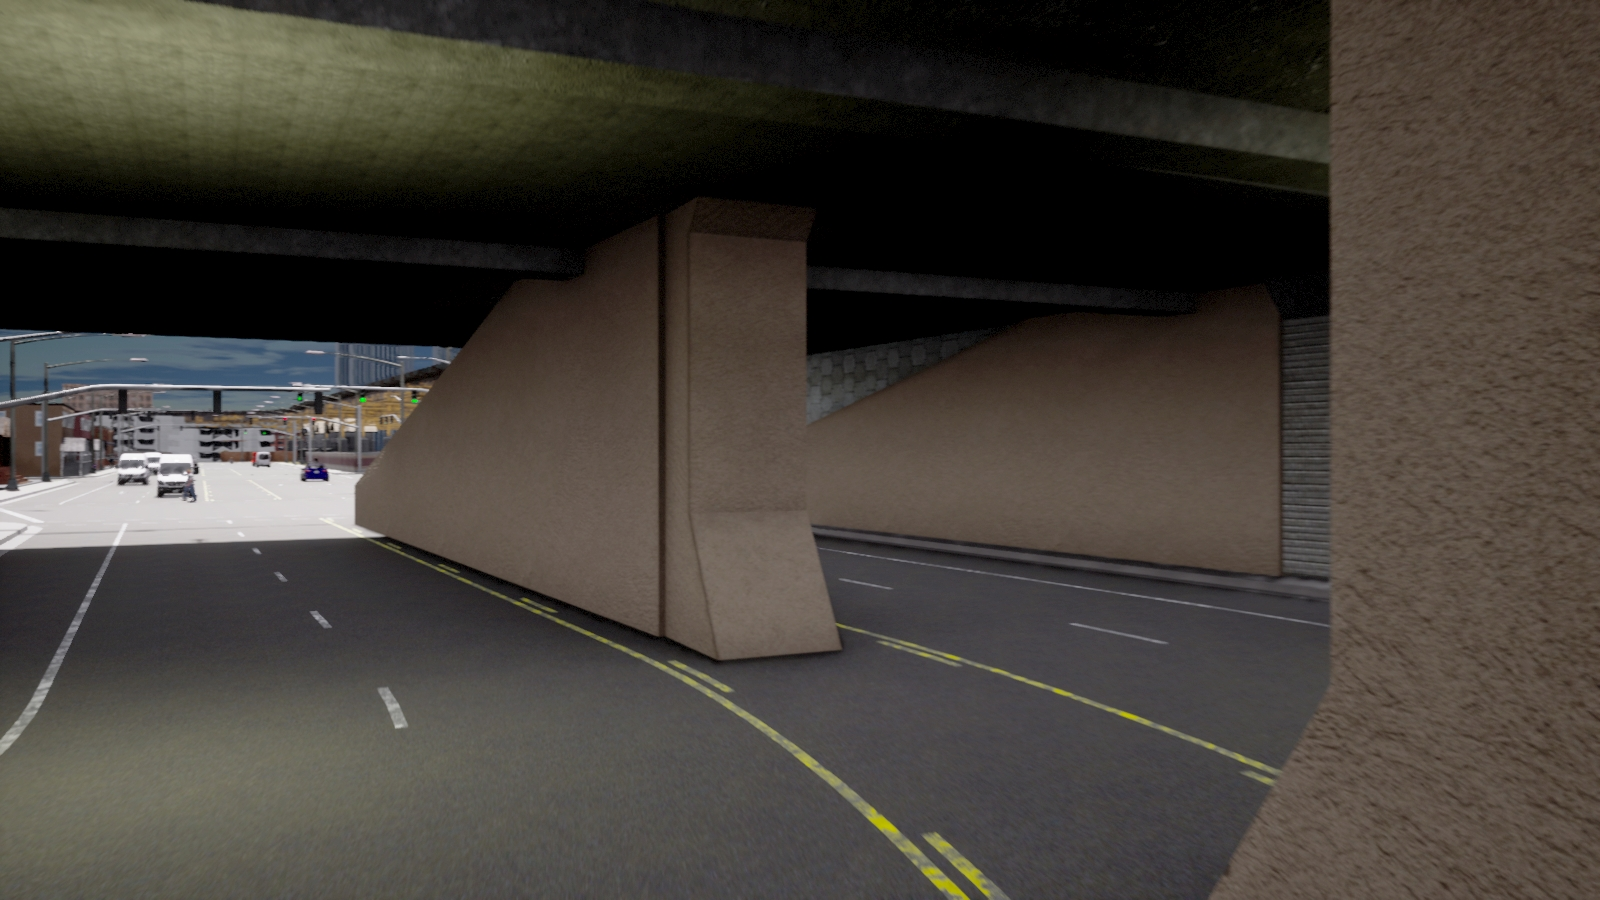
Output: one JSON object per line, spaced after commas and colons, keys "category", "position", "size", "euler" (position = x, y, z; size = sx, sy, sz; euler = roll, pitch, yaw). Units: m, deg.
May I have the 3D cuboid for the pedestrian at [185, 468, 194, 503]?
{"category": "pedestrian", "position": [-32.882, 1.890, 61.569], "size": [0.375, 1.860, 0.375], "euler": [0, 0, -36]}
